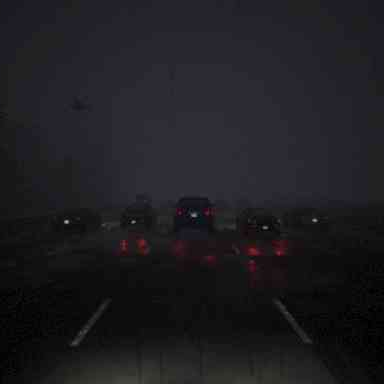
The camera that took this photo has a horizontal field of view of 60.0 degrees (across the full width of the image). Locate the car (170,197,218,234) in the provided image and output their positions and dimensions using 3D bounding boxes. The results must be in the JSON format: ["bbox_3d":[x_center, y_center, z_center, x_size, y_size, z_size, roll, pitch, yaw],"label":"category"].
[{"bbox_3d":[0.105,1.271,19.509,2.150,2.045,5.566,0,0,0],"label":"car"}]

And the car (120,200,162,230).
[{"bbox_3d":[-3.398,1.547,21.790,2.128,1.511,4.902,0,0,0],"label":"car"}]

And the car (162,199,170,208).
[{"bbox_3d":[-3.393,1.682,46.831,1.994,1.385,4.181,0,0,0],"label":"car"}]

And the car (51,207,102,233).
[{"bbox_3d":[-6.896,1.616,20.296,1.994,1.385,4.181,0,0,0],"label":"car"}]

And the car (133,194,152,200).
[{"bbox_3d":[-6.893,1.339,46.787,2.150,2.045,5.566,0,0,0],"label":"car"}]

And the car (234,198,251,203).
[{"bbox_3d":[7.108,1.621,46.469,1.837,1.490,4.892,0,0,0],"label":"car"}]

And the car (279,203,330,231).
[{"bbox_3d":[7.103,1.617,21.224,1.994,1.385,4.181,0,0,0],"label":"car"}]

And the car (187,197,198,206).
[{"bbox_3d":[0.112,1.673,58.970,1.812,1.442,4.674,0,0,0],"label":"car"}]

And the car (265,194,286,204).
[{"bbox_3d":[15.931,1.369,63.042,3.866,1.878,1.905,0,0,0],"label":"car"}]

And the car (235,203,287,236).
[{"bbox_3d":[3.607,1.572,18.640,1.812,1.442,4.674,0,0,0],"label":"car"}]

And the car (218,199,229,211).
[{"bbox_3d":[3.607,1.598,42.691,2.128,1.511,4.902,0,0,0],"label":"car"}]
